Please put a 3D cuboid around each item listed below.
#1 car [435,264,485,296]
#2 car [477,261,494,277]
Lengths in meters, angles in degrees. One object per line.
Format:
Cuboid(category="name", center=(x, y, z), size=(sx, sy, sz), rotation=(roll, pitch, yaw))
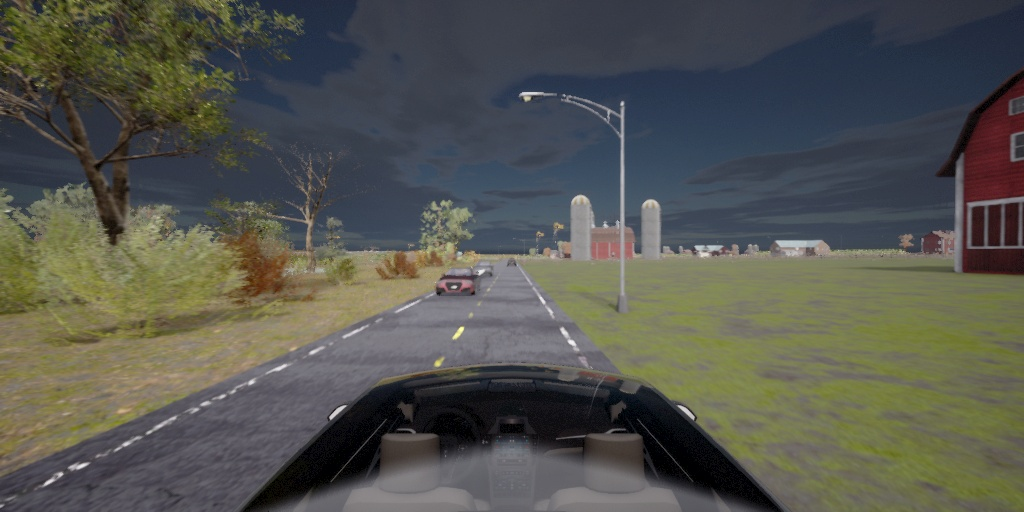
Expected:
Cuboid(category="car", center=(-2.788, 1.316, 19.295), size=(1.994, 1.385, 4.181), rotation=(0, 0, 1))
Cuboid(category="car", center=(-2.763, 1.259, 35.492), size=(2.128, 1.511, 4.902), rotation=(0, 0, 0))
